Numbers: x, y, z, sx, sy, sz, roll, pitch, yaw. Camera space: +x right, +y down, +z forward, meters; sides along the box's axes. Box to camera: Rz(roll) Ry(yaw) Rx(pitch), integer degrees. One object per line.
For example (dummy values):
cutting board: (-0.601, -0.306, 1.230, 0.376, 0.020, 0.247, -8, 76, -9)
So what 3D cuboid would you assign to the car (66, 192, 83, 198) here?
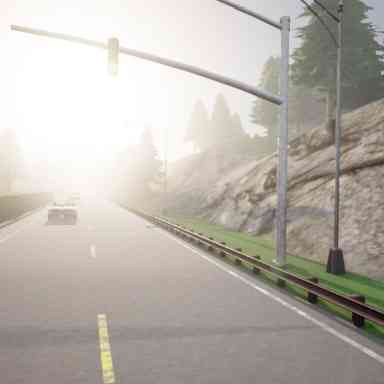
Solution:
car: (-17.114, 0.776, 48.532, 1.837, 1.490, 4.892, 1, 0, -18)

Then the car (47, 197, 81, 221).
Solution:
car: (-9.261, 1.266, 24.044, 1.895, 1.301, 4.718, 1, 0, -18)
